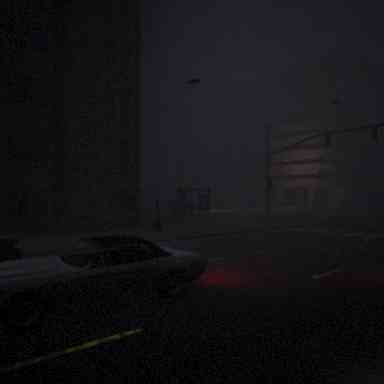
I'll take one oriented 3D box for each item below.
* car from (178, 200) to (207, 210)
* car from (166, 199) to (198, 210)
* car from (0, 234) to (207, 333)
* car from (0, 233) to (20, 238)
[{"bbox_3d":[0.005,1.935,51.119,1.895,1.301,4.718,0,0,-40],"label":"car"},{"bbox_3d":[-1.757,1.820,47.778,1.837,1.490,4.892,0,0,-40],"label":"car"},{"bbox_3d":[-2.025,1.640,7.034,4.718,1.301,1.895,0,0,-38],"label":"car"},{"bbox_3d":[-6.794,1.520,7.869,5.008,1.535,1.882,0,0,-36],"label":"car"}]
